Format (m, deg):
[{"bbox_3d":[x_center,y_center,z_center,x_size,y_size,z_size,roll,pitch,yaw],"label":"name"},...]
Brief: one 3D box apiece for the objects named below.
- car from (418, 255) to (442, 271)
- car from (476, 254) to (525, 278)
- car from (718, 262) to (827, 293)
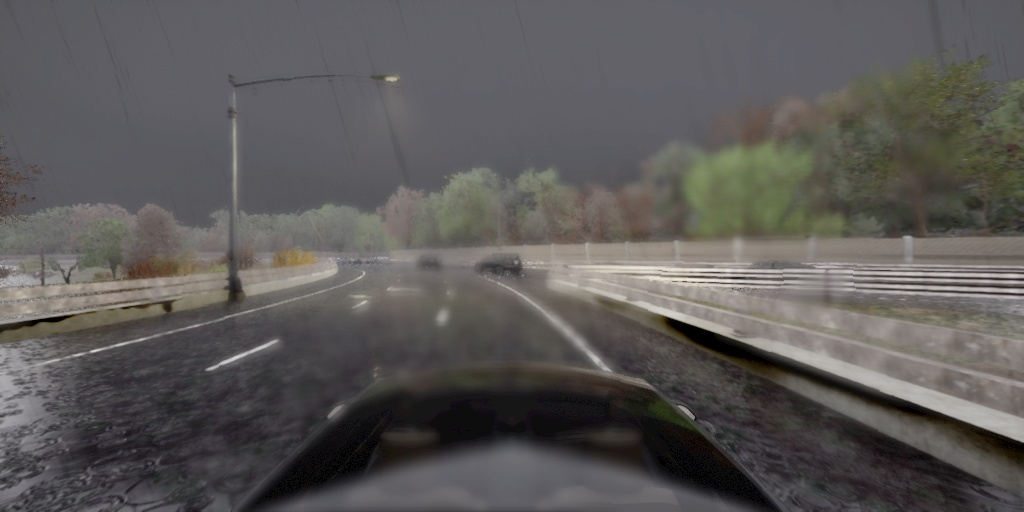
[{"bbox_3d":[-11.634,0.862,50.743,2.150,2.045,5.566,0,0,-28],"label":"car"},{"bbox_3d":[-1.169,0.832,34.228,2.150,2.045,5.566,-1,0,-41],"label":"car"},{"bbox_3d":[14.233,1.063,19.902,4.892,1.490,1.837,0,0,36],"label":"car"}]
